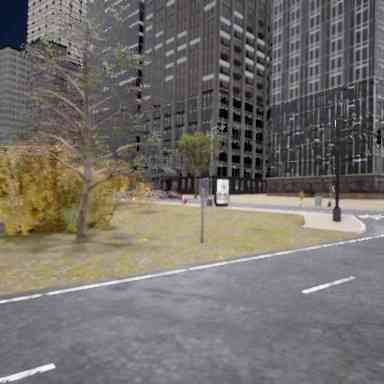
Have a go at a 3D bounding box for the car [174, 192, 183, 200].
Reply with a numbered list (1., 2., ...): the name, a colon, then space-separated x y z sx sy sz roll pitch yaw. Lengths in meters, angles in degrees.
1. car: -3.394 0.657 57.008 1.812 1.442 4.674 2 -1 -41

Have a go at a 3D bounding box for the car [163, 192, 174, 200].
1. car: -5.792 0.527 54.826 2.128 1.511 4.902 2 -1 -41
